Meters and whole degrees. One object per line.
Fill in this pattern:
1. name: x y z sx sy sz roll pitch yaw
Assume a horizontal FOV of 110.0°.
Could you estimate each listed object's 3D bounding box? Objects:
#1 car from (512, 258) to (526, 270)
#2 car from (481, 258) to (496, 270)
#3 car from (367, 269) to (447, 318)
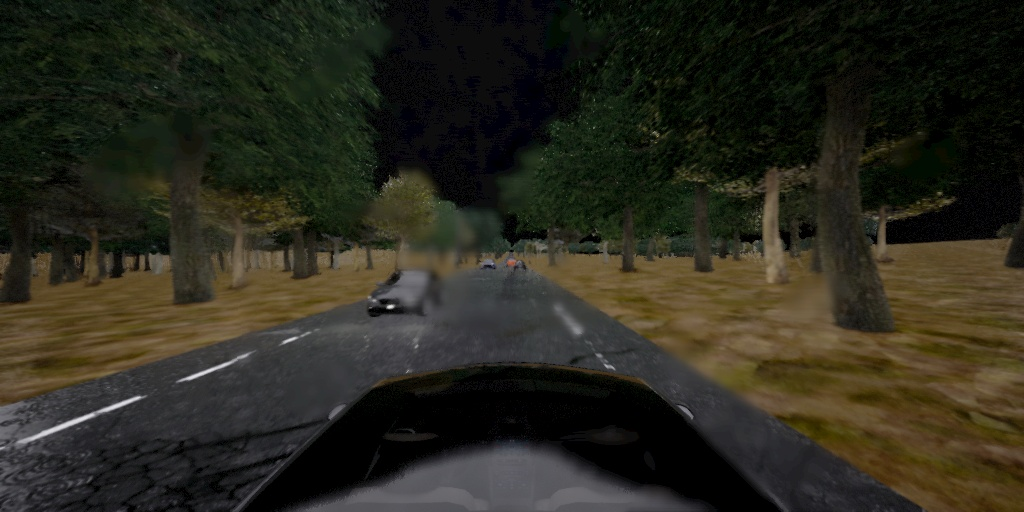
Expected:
1. car: 1.228 1.377 55.228 1.812 1.442 4.674 0 0 0
2. car: -3.529 1.201 54.578 2.097 1.767 4.553 0 0 1
3. car: -3.593 1.247 13.031 1.837 1.490 4.892 0 0 0
